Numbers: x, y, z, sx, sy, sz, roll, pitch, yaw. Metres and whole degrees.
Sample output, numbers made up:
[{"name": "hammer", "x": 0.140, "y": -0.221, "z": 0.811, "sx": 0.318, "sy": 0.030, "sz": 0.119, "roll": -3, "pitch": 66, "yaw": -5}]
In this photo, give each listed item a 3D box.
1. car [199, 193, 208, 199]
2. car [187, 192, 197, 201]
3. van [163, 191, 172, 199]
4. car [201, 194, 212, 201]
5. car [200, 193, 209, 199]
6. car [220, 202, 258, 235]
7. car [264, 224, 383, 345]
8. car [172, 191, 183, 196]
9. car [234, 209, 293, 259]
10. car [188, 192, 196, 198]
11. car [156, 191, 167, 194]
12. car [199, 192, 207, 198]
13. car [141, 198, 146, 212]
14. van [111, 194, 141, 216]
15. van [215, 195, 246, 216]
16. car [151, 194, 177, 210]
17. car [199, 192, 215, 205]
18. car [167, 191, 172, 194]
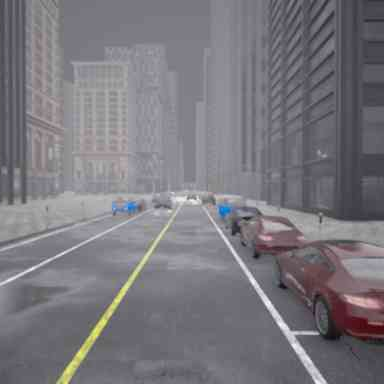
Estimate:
[{"name": "car", "x": 2.704, "y": 0.854, "z": 79.497, "sx": 2.008, "sy": 1.369, "sz": 4.403, "roll": 0, "pitch": 1, "yaw": 0}, {"name": "car", "x": -0.046, "y": 0.922, "z": 65.662, "sx": 2.128, "sy": 1.511, "sz": 4.902, "roll": 0, "pitch": 1, "yaw": 0}, {"name": "van", "x": -5.822, "y": 0.644, "z": 79.488, "sx": 1.690, "sy": 1.788, "sz": 3.998, "roll": 0, "pitch": 1, "yaw": 0}, {"name": "car", "x": 2.716, "y": 1.025, "z": 62.576, "sx": 1.947, "sy": 1.339, "sz": 4.313, "roll": 0, "pitch": 1, "yaw": 0}, {"name": "car", "x": 2.708, "y": 0.879, "z": 74.026, "sx": 1.752, "sy": 1.417, "sz": 4.829, "roll": 0, "pitch": 1, "yaw": 0}, {"name": "car", "x": 2.747, "y": 1.416, "z": 17.452, "sx": 1.947, "sy": 1.339, "sz": 4.313, "roll": 0, "pitch": 0, "yaw": 0}, {"name": "car", "x": 2.755, "y": 1.528, "z": 6.171, "sx": 1.802, "sy": 1.307, "sz": 4.206, "roll": 0, "pitch": 0, "yaw": 0}, {"name": "car", "x": -3.056, "y": 0.499, "z": 79.281, "sx": 1.837, "sy": 1.490, "sz": 4.892, "roll": 0, "pitch": 1, "yaw": 0}, {"name": "car", "x": 2.751, "y": 1.481, "z": 11.812, "sx": 1.802, "sy": 1.307, "sz": 4.206, "roll": 0, "pitch": 0, "yaw": 0}, {"name": "car", "x": -0.058, "y": 0.737, "z": 81.913, "sx": 1.895, "sy": 1.301, "sz": 4.718, "roll": 0, "pitch": 1, "yaw": 0}, {"name": "car", "x": -5.806, "y": 0.950, "z": 56.926, "sx": 1.967, "sy": 1.590, "sz": 4.097, "roll": 0, "pitch": 1, "yaw": 0}, {"name": "car", "x": 2.700, "y": 0.690, "z": 85.137, "sx": 1.967, "sy": 1.590, "sz": 4.097, "roll": 0, "pitch": 1, "yaw": 0}, {"name": "car", "x": -5.790, "y": 1.251, "z": 34.365, "sx": 1.887, "sy": 1.381, "sz": 4.507, "roll": 0, "pitch": 0, "yaw": 0}, {"name": "van", "x": -5.787, "y": 1.095, "z": 28.723, "sx": 1.690, "sy": 1.788, "sz": 3.998, "roll": 0, "pitch": 0, "yaw": 0}, {"name": "van", "x": 2.742, "y": 1.143, "z": 23.091, "sx": 1.690, "sy": 1.788, "sz": 3.998, "roll": 0, "pitch": 0, "yaw": 0}, {"name": "car", "x": -3.124, "y": 1.228, "z": 37.301, "sx": 2.033, "sy": 1.411, "sz": 5.357, "roll": 0, "pitch": 0, "yaw": 0}, {"name": "car", "x": 2.321, "y": 1.098, "z": 47.390, "sx": 1.837, "sy": 1.490, "sz": 4.892, "roll": 0, "pitch": 0, "yaw": 0}, {"name": "car", "x": -5.813, "y": 0.974, "z": 68.209, "sx": 1.947, "sy": 1.339, "sz": 4.313, "roll": 0, "pitch": 1, "yaw": 0}]
